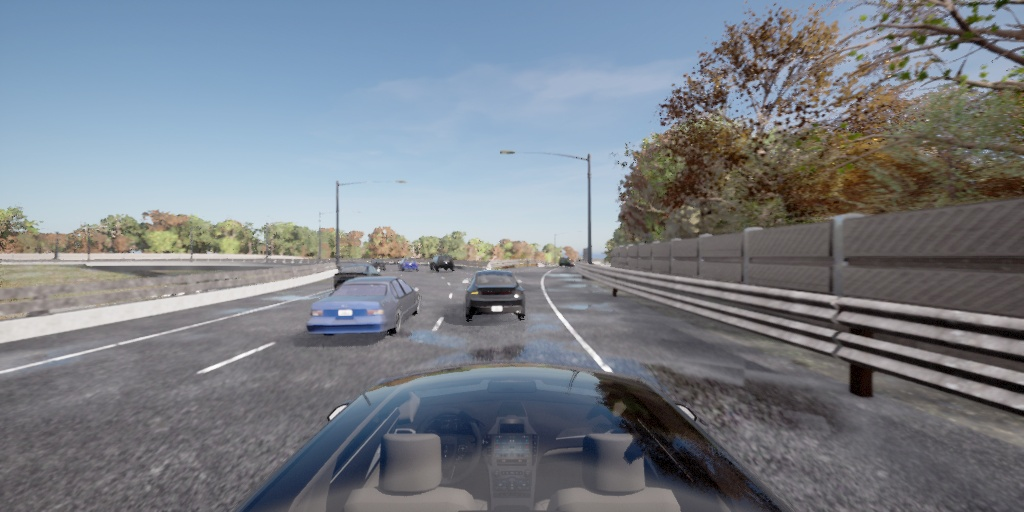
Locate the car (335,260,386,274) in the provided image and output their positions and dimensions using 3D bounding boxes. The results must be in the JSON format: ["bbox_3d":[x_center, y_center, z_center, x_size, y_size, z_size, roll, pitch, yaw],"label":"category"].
[{"bbox_3d":[-9.044,1.213,21.341,1.882,1.535,5.008,0,0,-11],"label":"car"}]

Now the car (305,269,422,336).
[{"bbox_3d":[-3.903,1.291,10.390,2.033,1.411,5.357,0,0,-5],"label":"car"}]

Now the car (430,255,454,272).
[{"bbox_3d":[-8.748,0.898,44.523,2.150,2.045,5.566,0,0,-23],"label":"car"}]

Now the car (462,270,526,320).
[{"bbox_3d":[-0.659,1.231,12.498,1.837,1.490,4.892,0,0,-6],"label":"car"}]

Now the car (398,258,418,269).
[{"bbox_3d":[-13.573,1.042,46.706,2.097,1.767,4.553,0,0,-24],"label":"car"}]
